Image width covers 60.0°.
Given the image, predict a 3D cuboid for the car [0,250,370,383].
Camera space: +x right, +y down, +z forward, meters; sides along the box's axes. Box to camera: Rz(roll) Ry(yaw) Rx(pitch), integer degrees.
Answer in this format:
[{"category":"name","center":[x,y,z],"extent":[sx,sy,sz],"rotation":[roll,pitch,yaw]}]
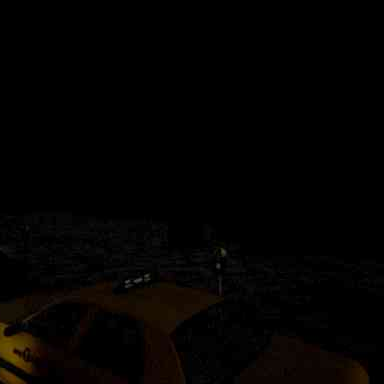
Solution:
[{"category":"car","center":[-0.785,1.525,3.526],"extent":[4.829,1.417,1.752],"rotation":[0,0,36]}]
